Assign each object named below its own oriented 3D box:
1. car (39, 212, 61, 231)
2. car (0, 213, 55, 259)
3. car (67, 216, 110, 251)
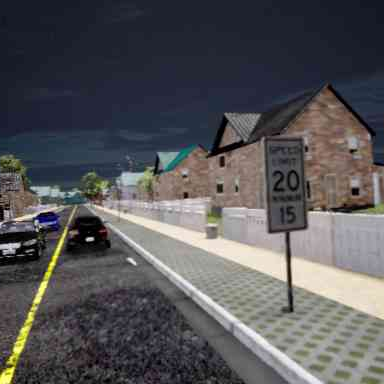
[{"bbox_3d":[-11.659,2.327,26.791,1.812,1.442,4.674,-3,0,-19],"label":"car"},{"bbox_3d":[-7.475,1.984,14.495,2.128,1.511,4.902,-3,0,-19],"label":"car"},{"bbox_3d":[-5.120,1.912,16.398,1.812,1.442,4.674,-3,0,-19],"label":"car"}]
